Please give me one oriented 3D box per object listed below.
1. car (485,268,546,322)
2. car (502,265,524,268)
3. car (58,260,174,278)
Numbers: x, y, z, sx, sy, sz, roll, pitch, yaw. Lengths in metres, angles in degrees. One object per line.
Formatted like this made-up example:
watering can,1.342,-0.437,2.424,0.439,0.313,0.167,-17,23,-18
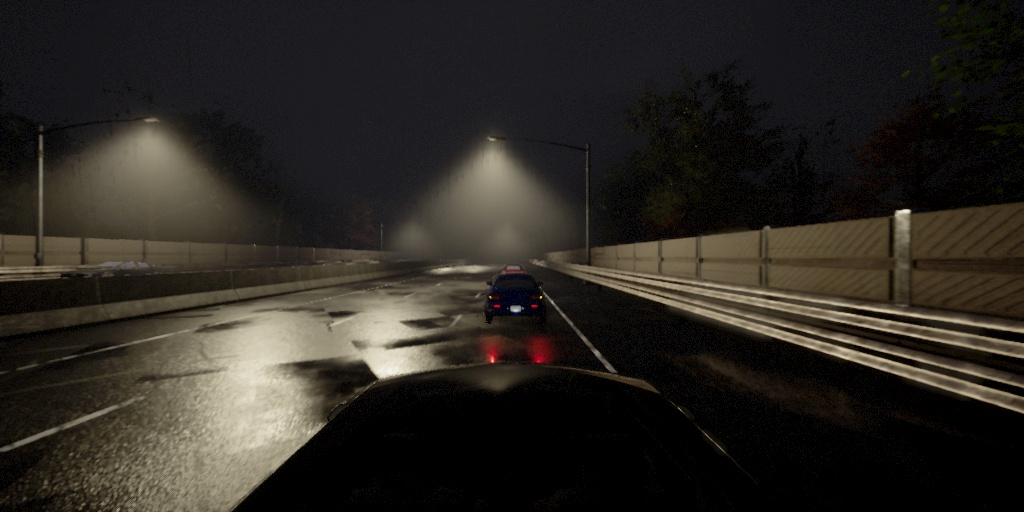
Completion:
car,0.103,1.294,12.198,1.812,1.442,4.674,0,0,0
car,0.107,1.365,28.849,1.994,1.385,4.181,0,0,0
car,-24.494,0.944,22.599,2.033,1.411,5.357,0,0,0
